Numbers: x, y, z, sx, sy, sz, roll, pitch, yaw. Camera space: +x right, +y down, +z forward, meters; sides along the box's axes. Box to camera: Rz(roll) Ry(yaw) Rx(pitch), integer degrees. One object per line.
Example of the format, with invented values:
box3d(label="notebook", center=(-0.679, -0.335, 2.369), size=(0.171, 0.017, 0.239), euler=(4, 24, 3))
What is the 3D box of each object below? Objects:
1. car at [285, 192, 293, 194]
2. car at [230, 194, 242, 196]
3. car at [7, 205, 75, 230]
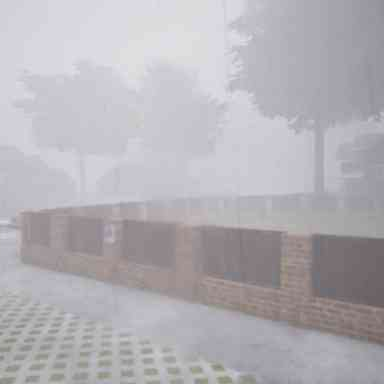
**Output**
box3d(label="car", center=(15.549, 0.806, 51.914), size=(1.882, 1.535, 5.008), euler=(-1, 1, 35))
box3d(label="car", center=(5.552, 1.060, 42.501), size=(1.882, 1.535, 5.008), euler=(-1, 0, 35))
box3d(label="car", center=(-7.431, 1.457, 18.935), size=(2.033, 1.411, 5.357), euler=(-1, 0, 35))
